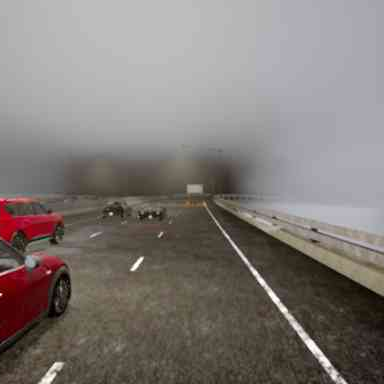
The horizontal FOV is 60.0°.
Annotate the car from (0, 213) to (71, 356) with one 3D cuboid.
[{"bbox_3d":[-3.390,1.362,4.611,2.097,1.767,4.553,0,0,0],"label":"car"}]

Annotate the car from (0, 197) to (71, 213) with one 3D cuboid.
[{"bbox_3d":[-6.863,1.250,12.709,2.150,2.045,5.566,0,0,0],"label":"car"}]

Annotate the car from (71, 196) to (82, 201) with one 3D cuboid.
[{"bbox_3d":[-20.406,1.479,58.046,2.097,1.767,4.553,0,0,2],"label":"car"}]

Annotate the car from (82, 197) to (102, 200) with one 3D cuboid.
[{"bbox_3d":[-16.910,1.630,57.996,1.837,1.490,4.892,0,0,2],"label":"car"}]

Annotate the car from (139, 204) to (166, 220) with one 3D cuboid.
[{"bbox_3d":[-3.242,1.665,28.307,1.895,1.301,4.718,0,0,1],"label":"car"}]

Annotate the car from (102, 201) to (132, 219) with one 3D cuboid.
[{"bbox_3d":[-6.720,1.573,30.112,1.837,1.490,4.892,0,0,1],"label":"car"}]

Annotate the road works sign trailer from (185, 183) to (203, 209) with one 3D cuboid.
[{"bbox_3d":[0.410,0.567,46.904,2.380,3.560,2.880,0,0,1],"label":"road works sign trailer"}]

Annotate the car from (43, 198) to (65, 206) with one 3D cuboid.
[{"bbox_3d":[-23.906,1.690,57.970,1.994,1.385,4.181,0,0,2],"label":"car"}]
